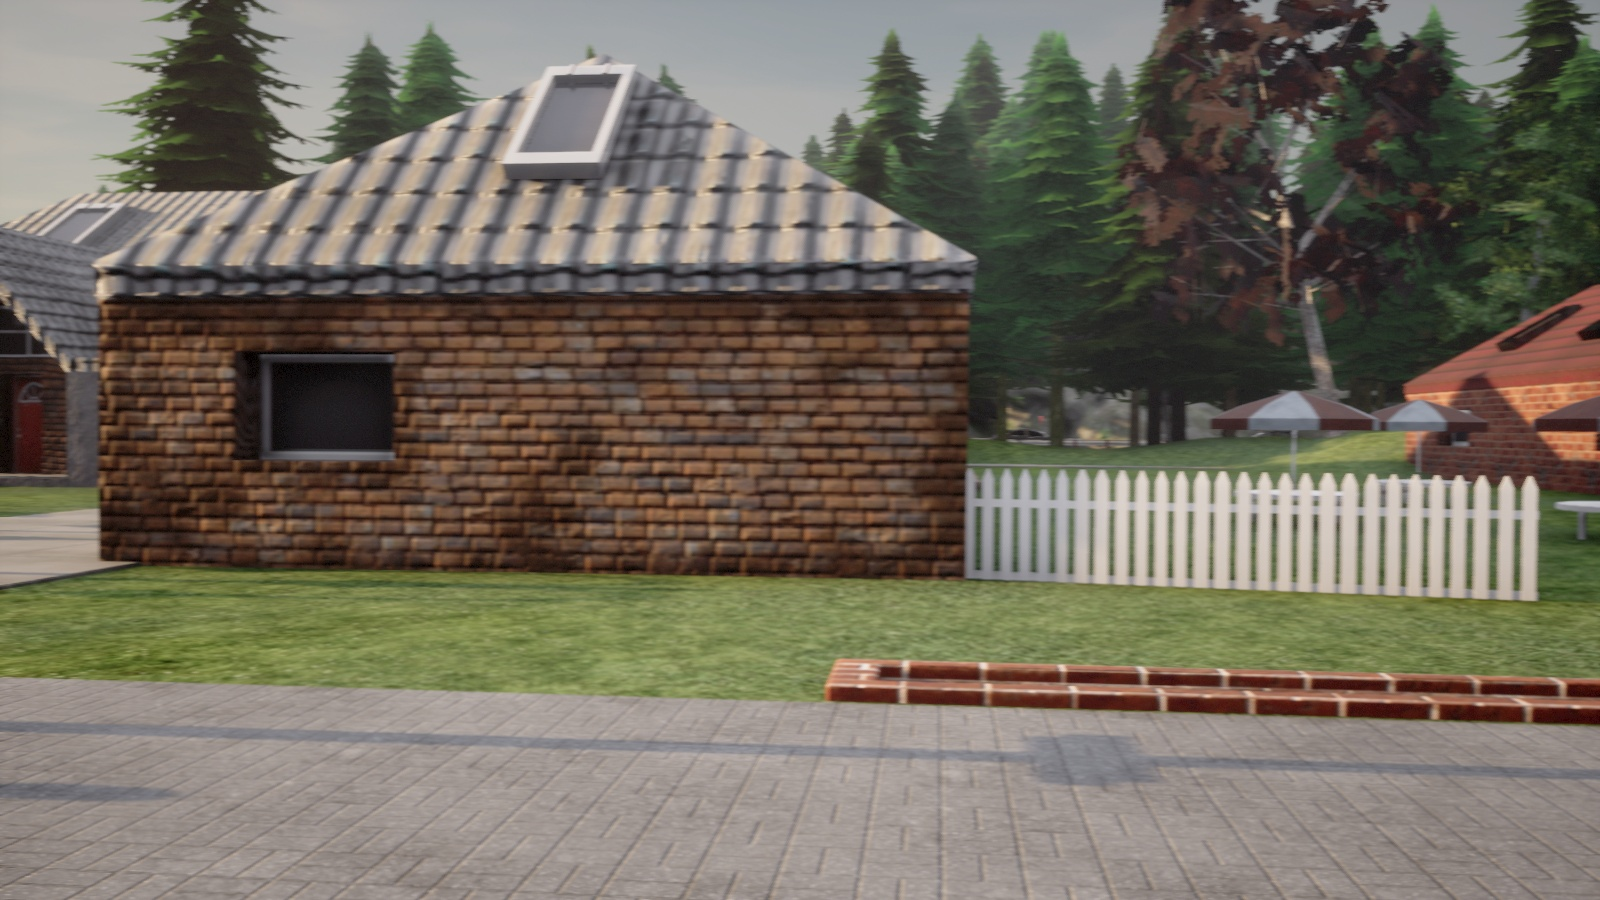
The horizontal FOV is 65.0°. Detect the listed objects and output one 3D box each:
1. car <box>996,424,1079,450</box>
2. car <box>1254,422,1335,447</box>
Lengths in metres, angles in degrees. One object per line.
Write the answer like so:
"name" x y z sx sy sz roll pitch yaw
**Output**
"car" 14.571 -0.810 77.236 4.892 1.490 1.837 -1 1 6
"car" 29.686 -0.944 75.514 4.193 1.474 1.816 -1 1 7
